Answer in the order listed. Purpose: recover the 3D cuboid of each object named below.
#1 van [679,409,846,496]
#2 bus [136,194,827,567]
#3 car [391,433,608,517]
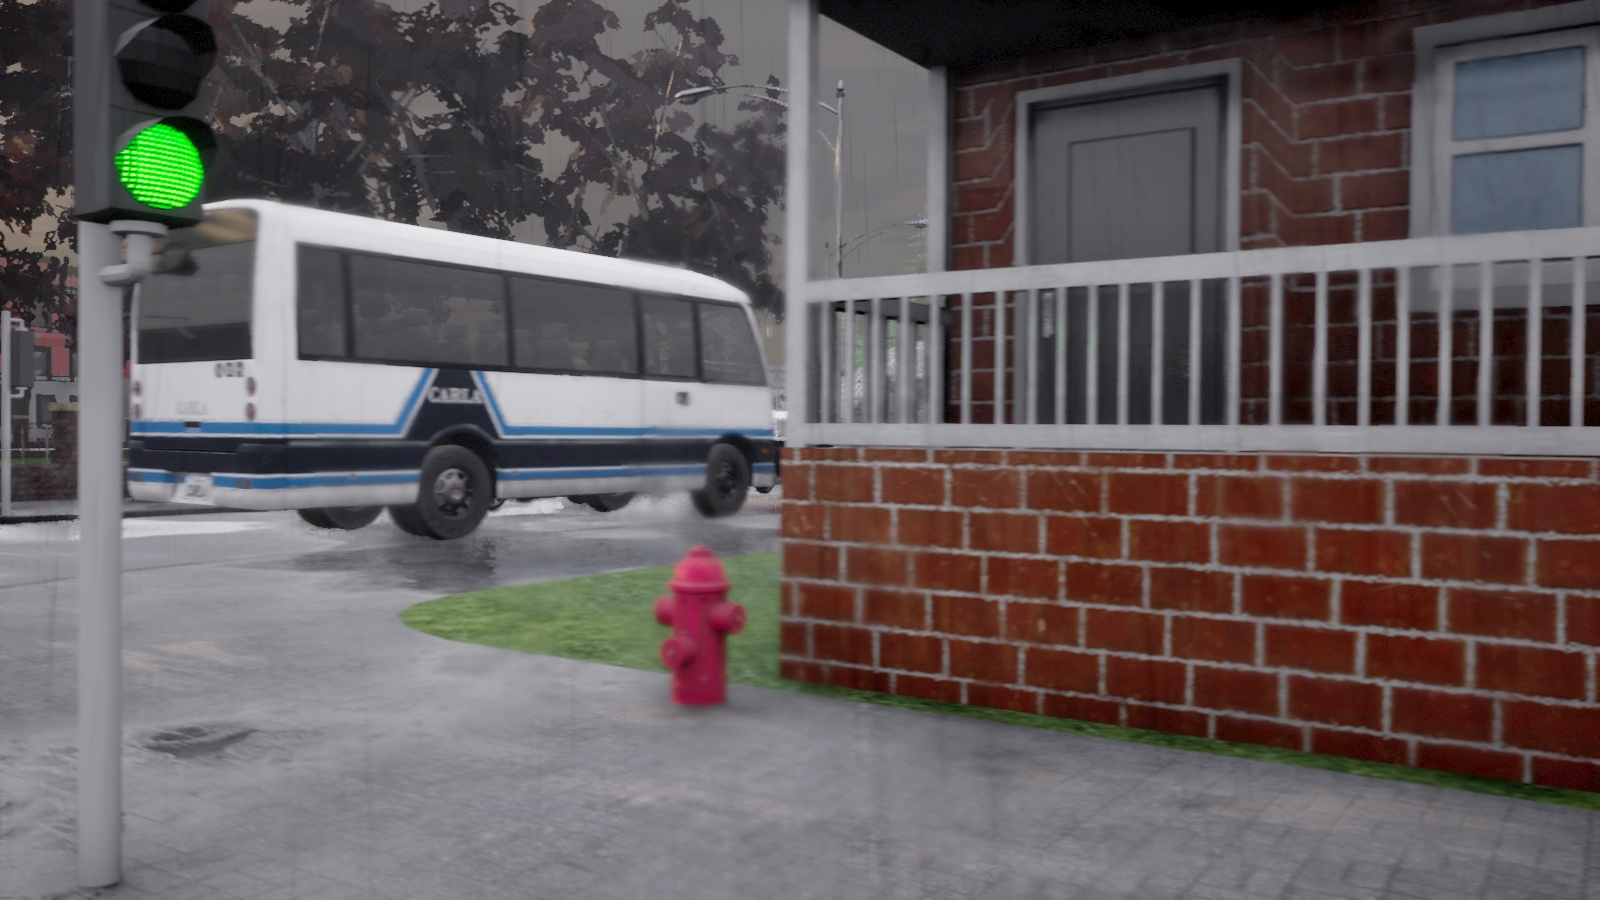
[{"bbox_3d":[-0.857,0.028,31.752,2.069,2.038,4.480,0,1,32],"label":"van"},{"bbox_3d":[-4.155,-0.877,19.650,3.944,4.253,10.273,0,1,36],"label":"bus"},{"bbox_3d":[-5.742,0.414,24.409,1.970,1.475,3.806,0,1,32],"label":"car"}]
